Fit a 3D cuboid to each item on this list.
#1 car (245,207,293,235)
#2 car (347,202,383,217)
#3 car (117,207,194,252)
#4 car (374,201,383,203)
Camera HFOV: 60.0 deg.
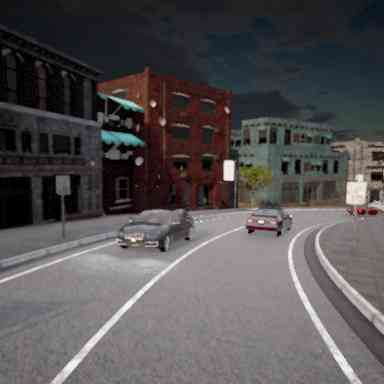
[{"bbox_3d":[4.606,1.605,19.350,2.033,1.411,5.357,3,1,25],"label":"car"},{"bbox_3d":[19.741,2.112,38.030,4.718,1.301,1.895,2,3,-37],"label":"car"},{"bbox_3d":[-1.294,1.413,13.737,1.837,1.490,4.892,1,0,17],"label":"car"},{"bbox_3d":[25.653,2.037,45.982,4.674,1.442,1.812,2,3,-28],"label":"car"}]
